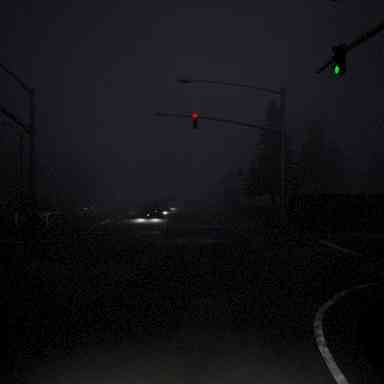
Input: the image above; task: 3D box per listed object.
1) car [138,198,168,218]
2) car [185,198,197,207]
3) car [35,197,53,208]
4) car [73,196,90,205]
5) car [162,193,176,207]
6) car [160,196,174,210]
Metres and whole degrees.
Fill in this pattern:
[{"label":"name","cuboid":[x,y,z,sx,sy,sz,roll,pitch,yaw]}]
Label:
[{"label":"car","cuboid":[-3.682,1.547,30.561,2.033,1.411,5.357,0,0,0]},{"label":"car","cuboid":[-0.137,1.601,51.214,1.895,1.301,4.718,0,0,0]},{"label":"car","cuboid":[-20.631,1.384,45.590,1.970,1.475,3.806,0,0,0]},{"label":"car","cuboid":[-17.597,1.374,52.990,1.845,1.501,3.633,0,0,0]},{"label":"car","cuboid":[-3.678,1.221,51.019,2.150,2.045,5.566,0,0,-2]},{"label":"car","cuboid":[-3.703,1.547,40.666,2.033,1.411,5.357,0,0,0]}]
